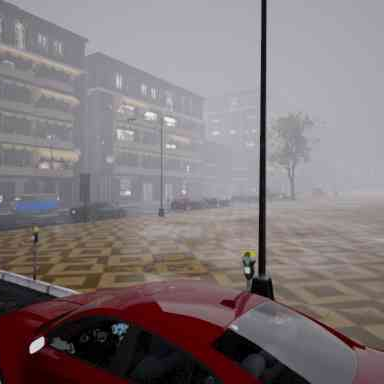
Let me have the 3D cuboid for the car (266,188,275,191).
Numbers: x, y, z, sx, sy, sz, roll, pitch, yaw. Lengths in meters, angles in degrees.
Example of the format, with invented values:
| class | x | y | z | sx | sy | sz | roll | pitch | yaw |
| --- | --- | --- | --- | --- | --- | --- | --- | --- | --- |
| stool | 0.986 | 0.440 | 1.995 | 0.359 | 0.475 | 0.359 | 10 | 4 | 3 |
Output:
| class | x | y | z | sx | sy | sz | roll | pitch | yaw |
| --- | --- | --- | --- | --- | --- | --- | --- | --- | --- |
| car | 13.242 | 0.356 | 57.011 | 2.150 | 2.045 | 5.566 | 1 | 1 | 35 |

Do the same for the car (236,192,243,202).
| class | x | y | z | sx | sy | sz | roll | pitch | yaw |
| --- | --- | --- | --- | --- | --- | --- | --- | --- | --- |
| car | 7.360 | 0.787 | 48.472 | 2.128 | 1.511 | 4.902 | 1 | 1 | 34 |

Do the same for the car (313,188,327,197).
| class | x | y | z | sx | sy | sz | roll | pitch | yaw |
| --- | --- | --- | --- | --- | --- | --- | --- | --- | --- |
| car | 29.099 | 0.007 | 75.579 | 2.150 | 2.045 | 5.566 | 1 | 1 | 35 |

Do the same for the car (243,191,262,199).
| class | x | y | z | sx | sy | sz | roll | pitch | yaw |
| --- | --- | --- | --- | --- | --- | --- | --- | --- | --- |
| car | 11.848 | 0.524 | 64.947 | 1.752 | 1.417 | 4.829 | 2 | 2 | 35 |

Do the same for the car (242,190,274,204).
| class | x | y | z | sx | sy | sz | roll | pitch | yaw |
| --- | --- | --- | --- | --- | --- | --- | --- | --- | --- |
| car | 9.268 | 0.875 | 46.589 | 2.008 | 1.369 | 4.403 | 2 | 2 | 35 |

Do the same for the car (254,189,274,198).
| class | x | y | z | sx | sy | sz | roll | pitch | yaw |
| --- | --- | --- | --- | --- | --- | --- | --- | --- | --- |
| car | 15.133 | 0.225 | 69.650 | 2.192 | 1.841 | 5.009 | 2 | 2 | 35 |

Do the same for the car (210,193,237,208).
| class | x | y | z | sx | sy | sz | roll | pitch | yaw |
| --- | --- | --- | --- | --- | --- | --- | --- | --- | --- |
| car | 2.900 | 1.050 | 37.451 | 2.008 | 1.369 | 4.403 | 2 | 2 | 35 |

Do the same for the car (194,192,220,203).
| class | x | y | z | sx | sy | sz | roll | pitch | yaw |
| --- | --- | --- | --- | --- | --- | --- | --- | --- | --- |
| car | 2.393 | 0.806 | 51.380 | 2.008 | 1.369 | 4.403 | 2 | 2 | 35 |

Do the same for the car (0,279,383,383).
| class | x | y | z | sx | sy | sz | roll | pitch | yaw |
| --- | --- | --- | --- | --- | --- | --- | --- | --- | --- |
| car | -0.310 | 1.544 | 3.090 | 4.507 | 1.381 | 1.887 | 0 | 0 | 36 |

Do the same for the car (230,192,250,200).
| class | x | y | z | sx | sy | sz | roll | pitch | yaw |
| --- | --- | --- | --- | --- | --- | --- | --- | --- | --- |
| car | 8.761 | 0.648 | 60.519 | 1.947 | 1.339 | 4.313 | 2 | 2 | 35 |

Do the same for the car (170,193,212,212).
| class | x | y | z | sx | sy | sz | roll | pitch | yaw |
| --- | --- | --- | --- | --- | --- | --- | --- | --- | --- |
| car | -0.284 | 1.131 | 32.881 | 1.887 | 1.381 | 4.507 | 2 | 2 | 35 |

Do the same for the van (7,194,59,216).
| class | x | y | z | sx | sy | sz | roll | pitch | yaw |
| --- | --- | --- | --- | --- | --- | --- | --- | --- | --- |
| van | -13.524 | 1.034 | 28.530 | 1.690 | 1.788 | 3.998 | 2 | 2 | 35 |

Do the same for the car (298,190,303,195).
| class | x | y | z | sx | sy | sz | roll | pitch | yaw |
| --- | --- | --- | --- | --- | --- | --- | --- | --- | --- |
| car | 27.865 | 0.113 | 87.932 | 1.887 | 1.381 | 4.507 | 2 | 2 | 35 |

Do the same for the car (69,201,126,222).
| class | x | y | z | sx | sy | sz | roll | pitch | yaw |
| --- | --- | --- | --- | --- | --- | --- | --- | --- | --- |
| car | -6.651 | 1.328 | 23.745 | 1.947 | 1.339 | 4.313 | 2 | 2 | 35 |

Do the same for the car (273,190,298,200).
| class | x | y | z | sx | sy | sz | roll | pitch | yaw |
| --- | --- | --- | --- | --- | --- | --- | --- | --- | --- |
| car | 15.734 | 0.674 | 55.866 | 1.752 | 1.417 | 4.829 | 2 | 2 | 35 |

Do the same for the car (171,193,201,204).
| class | x | y | z | sx | sy | sz | roll | pitch | yaw |
| --- | --- | --- | --- | --- | --- | --- | --- | --- | --- |
| car | -0.790 | 0.908 | 46.811 | 1.947 | 1.339 | 4.313 | 2 | 2 | 35 |
